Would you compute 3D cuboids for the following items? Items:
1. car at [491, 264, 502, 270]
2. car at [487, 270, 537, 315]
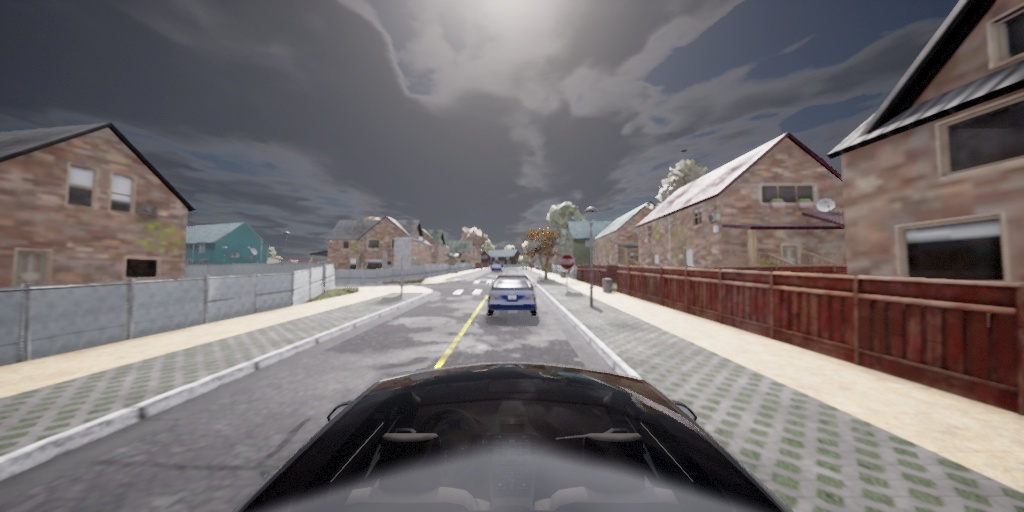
[{"bbox_3d":[-2.776,2.144,64.365,1.882,1.535,5.008,0,-1,1],"label":"car"},{"bbox_3d":[0.013,1.457,14.441,2.033,1.411,5.357,0,-1,0],"label":"car"}]
